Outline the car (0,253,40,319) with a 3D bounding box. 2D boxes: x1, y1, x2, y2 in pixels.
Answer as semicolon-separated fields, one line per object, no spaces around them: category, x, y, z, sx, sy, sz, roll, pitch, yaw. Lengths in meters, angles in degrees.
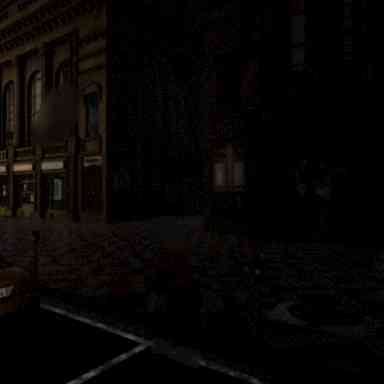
car;-4.851;1.523;6.419;4.829;1.417;1.752;0;0;35
